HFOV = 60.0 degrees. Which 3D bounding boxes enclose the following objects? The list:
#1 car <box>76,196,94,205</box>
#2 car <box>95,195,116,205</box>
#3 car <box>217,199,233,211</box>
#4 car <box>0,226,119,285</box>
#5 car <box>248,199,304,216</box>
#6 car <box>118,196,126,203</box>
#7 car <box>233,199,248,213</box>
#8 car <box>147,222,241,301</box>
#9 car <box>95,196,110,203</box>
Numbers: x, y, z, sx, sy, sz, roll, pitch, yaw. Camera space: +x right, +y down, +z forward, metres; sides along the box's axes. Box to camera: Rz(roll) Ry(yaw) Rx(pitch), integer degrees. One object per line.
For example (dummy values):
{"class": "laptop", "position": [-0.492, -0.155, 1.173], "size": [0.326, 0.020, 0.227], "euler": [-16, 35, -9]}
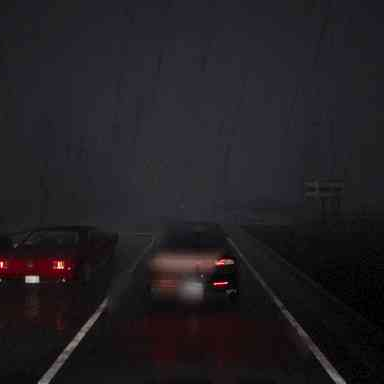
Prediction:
{"class": "car", "position": [-18.522, 1.477, 57.704], "size": [1.882, 1.535, 5.008], "euler": [0, 0, 1]}
{"class": "car", "position": [-15.017, 1.351, 58.042], "size": [2.097, 1.767, 4.553], "euler": [0, 0, 1]}
{"class": "car", "position": [5.049, 1.564, 39.271], "size": [4.181, 1.385, 1.994], "euler": [0, 0, -1]}
{"class": "car", "position": [-3.432, 1.601, 9.415], "size": [1.895, 1.301, 4.718], "euler": [0, 0, 0]}
{"class": "car", "position": [8.334, 1.477, 32.307], "size": [5.008, 1.535, 1.882], "euler": [0, 0, -1]}
{"class": "car", "position": [-14.978, 1.552, 68.481], "size": [1.994, 1.385, 4.181], "euler": [0, 0, 0]}
{"class": "car", "position": [7.369, 1.477, 35.796], "size": [5.008, 1.535, 1.882], "euler": [0, 0, -1]}
{"class": "car", "position": [0.060, 1.492, 8.329], "size": [2.128, 1.511, 4.902], "euler": [0, 0, 0]}
{"class": "car", "position": [-18.478, 1.524, 68.726], "size": [1.812, 1.442, 4.674], "euler": [0, 0, 0]}
